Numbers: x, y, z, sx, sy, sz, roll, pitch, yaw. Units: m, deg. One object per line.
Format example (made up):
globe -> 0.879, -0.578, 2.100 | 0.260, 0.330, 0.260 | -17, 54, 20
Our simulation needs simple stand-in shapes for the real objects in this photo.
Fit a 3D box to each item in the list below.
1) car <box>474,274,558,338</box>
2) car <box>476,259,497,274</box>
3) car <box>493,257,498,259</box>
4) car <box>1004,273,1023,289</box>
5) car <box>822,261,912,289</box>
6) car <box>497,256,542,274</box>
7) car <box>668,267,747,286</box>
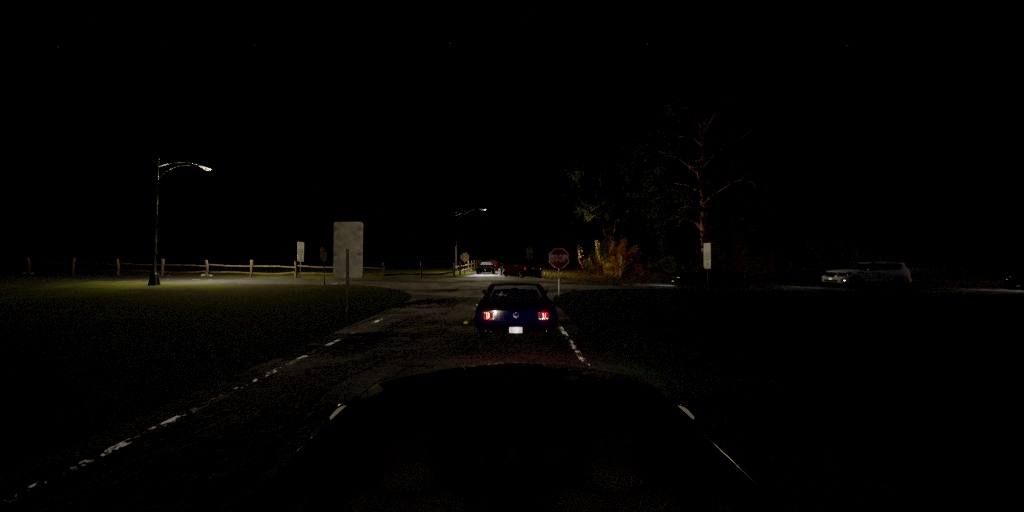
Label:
car -> 0.088, 1.354, 10.166 | 1.895, 1.301, 4.718 | 0, 0, 0
car -> -2.924, 1.345, 41.154 | 1.994, 1.385, 4.181 | 0, 0, 0
car -> -2.934, 1.270, 49.923 | 1.882, 1.535, 5.008 | 0, 0, 0
car -> 41.613, 1.782, 27.897 | 4.553, 1.767, 2.097 | 1, -1, 0
car -> 27.440, 1.436, 27.815 | 5.566, 2.045, 2.150 | 1, -1, 0
car -> 0.841, 1.125, 33.362 | 2.097, 1.767, 4.553 | 1, 0, -30
car -> 15.071, 1.580, 27.702 | 5.357, 1.411, 2.033 | 1, -1, 0
